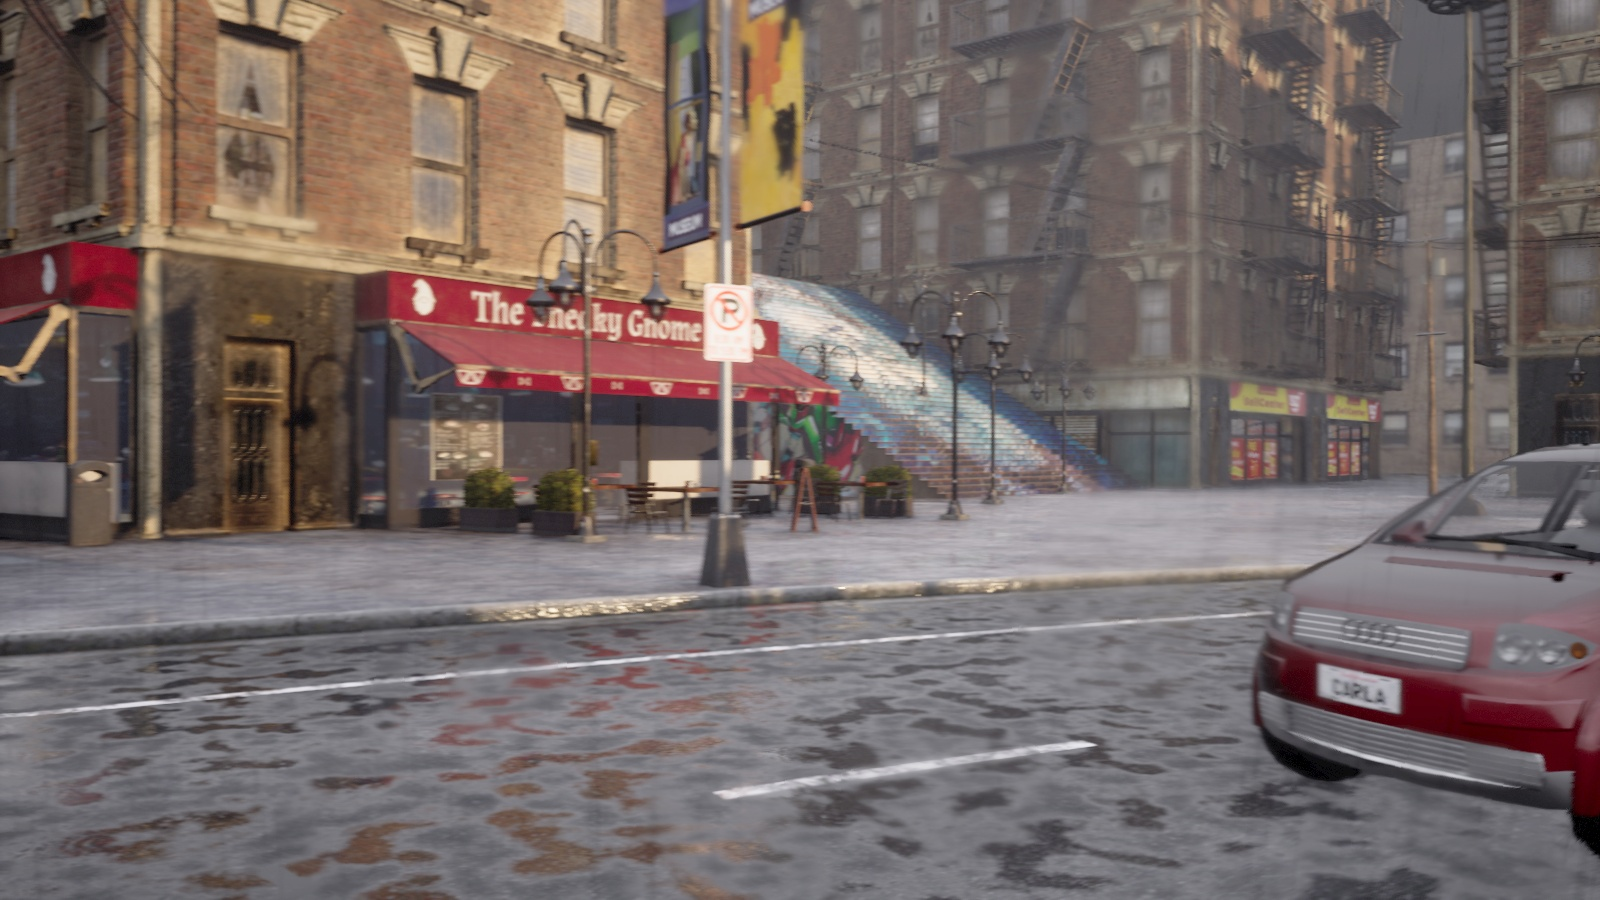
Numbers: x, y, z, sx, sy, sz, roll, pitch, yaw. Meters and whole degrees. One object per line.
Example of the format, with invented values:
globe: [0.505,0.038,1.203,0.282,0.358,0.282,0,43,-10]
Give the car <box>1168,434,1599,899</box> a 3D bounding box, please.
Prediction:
car: [3.698,0.727,5.561,3.705,1.549,1.789,0,0,-25]
